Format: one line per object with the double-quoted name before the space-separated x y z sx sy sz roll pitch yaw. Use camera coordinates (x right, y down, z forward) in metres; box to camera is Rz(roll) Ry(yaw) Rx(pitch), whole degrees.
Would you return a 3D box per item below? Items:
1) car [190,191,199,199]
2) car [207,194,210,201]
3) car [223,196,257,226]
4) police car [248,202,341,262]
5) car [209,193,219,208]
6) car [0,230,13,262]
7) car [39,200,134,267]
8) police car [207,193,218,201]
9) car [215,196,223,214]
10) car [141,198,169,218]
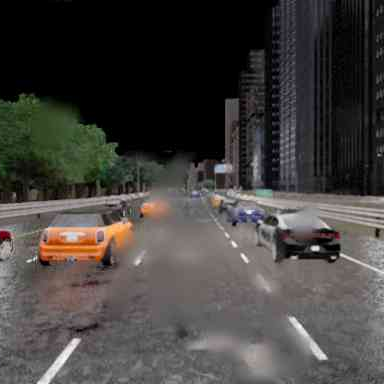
"car" 0.650 0.669 75.969 1.882 1.535 5.008 0 1 1
"car" 3.869 1.165 55.868 2.163 1.488 4.792 0 1 1
"car" 3.571 1.300 22.904 2.097 1.767 4.553 0 0 0
"police car" 3.524 1.398 12.073 1.930 1.638 5.238 0 0 0
"car" 3.743 1.299 44.868 1.882 1.535 5.008 0 1 1
"car" -6.882 1.457 9.029 1.882 1.535 5.008 0 0 0
"car" -3.376 1.326 11.517 2.097 1.767 4.553 0 0 0
"police car" 4.018 1.006 66.807 2.038 1.542 4.974 0 1 1
"car" 3.645 1.425 33.905 1.837 1.490 4.892 0 0 0
"car" -3.283 1.284 29.939 2.097 1.767 4.553 0 0 0
